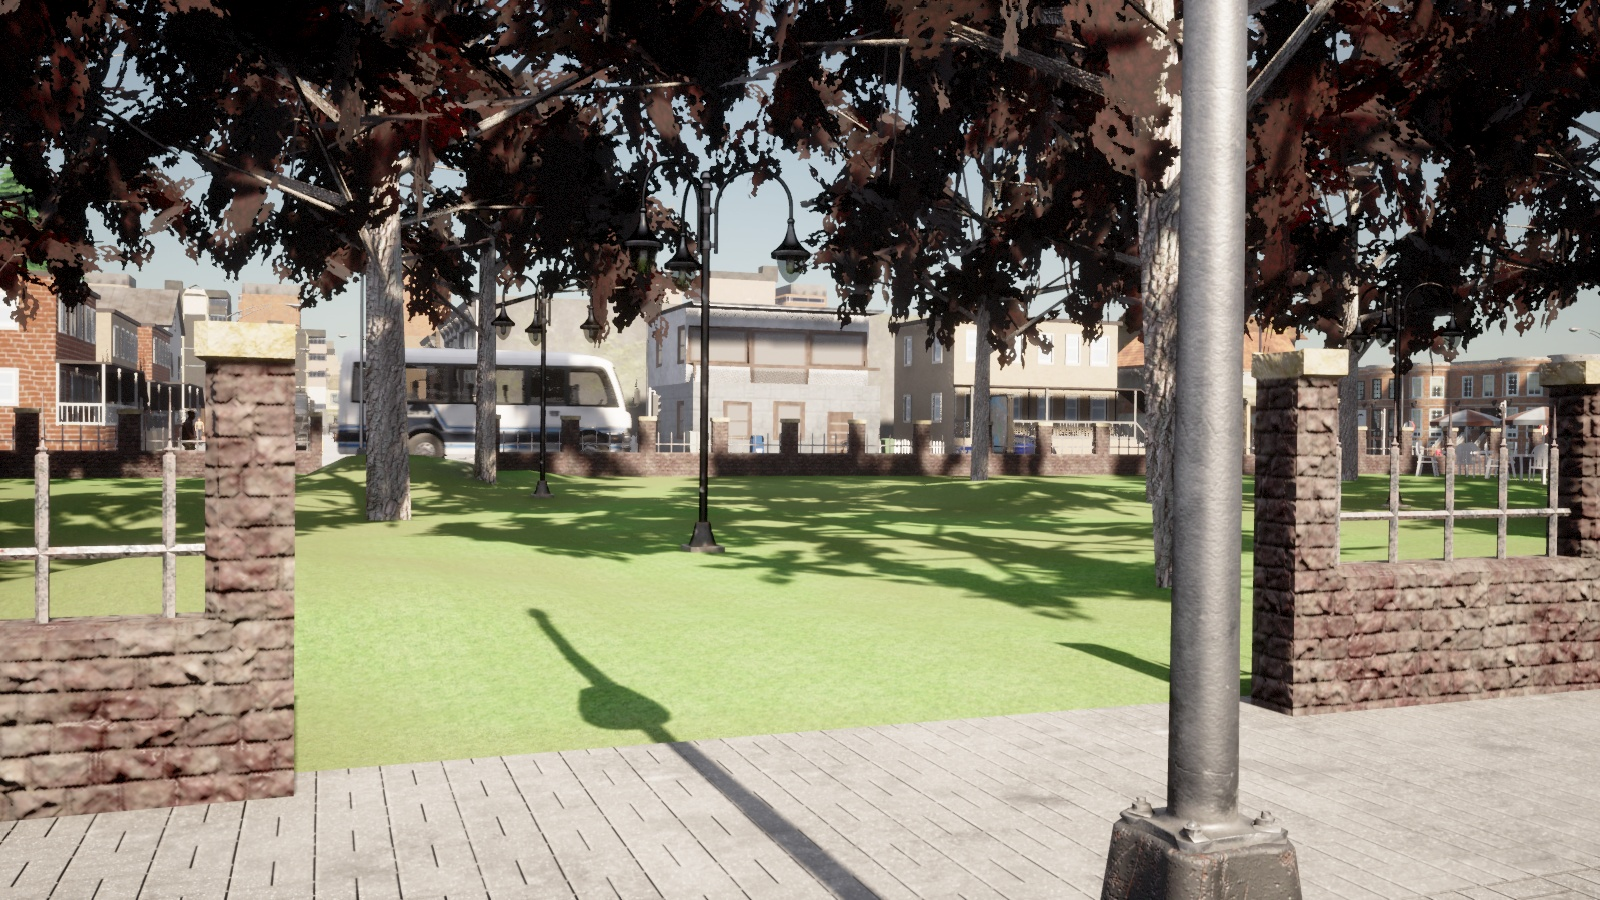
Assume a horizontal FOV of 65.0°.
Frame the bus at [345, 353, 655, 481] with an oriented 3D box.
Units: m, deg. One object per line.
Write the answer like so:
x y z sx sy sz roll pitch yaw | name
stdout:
-10.607 -1.196 44.989 10.273 4.253 3.944 -1 1 -14 | bus

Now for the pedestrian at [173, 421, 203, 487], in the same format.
-17.351 0.116 35.626 0.703 1.840 0.431 -1 1 -21 | pedestrian

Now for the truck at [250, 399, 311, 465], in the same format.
-28.979 -1.014 70.283 2.891 3.462 7.936 -1 1 -21 | truck

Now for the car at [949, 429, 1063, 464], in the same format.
9.145 -0.181 55.699 4.674 1.442 1.812 -1 1 -21 | car
